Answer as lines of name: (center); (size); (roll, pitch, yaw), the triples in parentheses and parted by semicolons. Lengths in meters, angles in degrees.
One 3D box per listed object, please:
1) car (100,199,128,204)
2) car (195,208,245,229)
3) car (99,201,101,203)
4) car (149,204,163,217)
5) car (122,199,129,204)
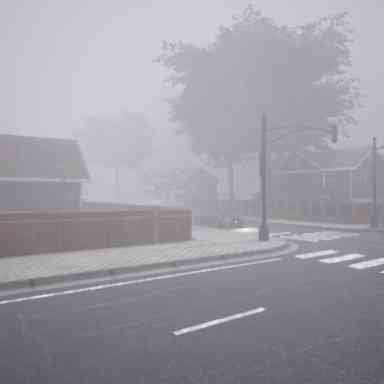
car: (-10.612, 2.096, 45.182); (1.994, 1.385, 4.181); (0, 0, -29)
car: (1.978, 1.909, 24.781); (1.994, 1.385, 4.181); (0, -1, -34)
car: (-16.189, 2.244, 61.496); (2.033, 1.411, 5.357); (0, -1, -26)
car: (-3.605, 1.950, 33.414); (1.812, 1.442, 4.674); (0, 0, -32)
car: (-11.486, 1.956, 52.698); (2.097, 1.767, 4.553); (0, -1, -28)
